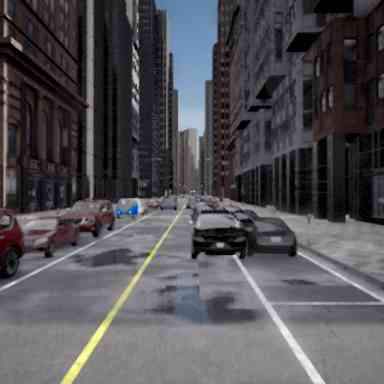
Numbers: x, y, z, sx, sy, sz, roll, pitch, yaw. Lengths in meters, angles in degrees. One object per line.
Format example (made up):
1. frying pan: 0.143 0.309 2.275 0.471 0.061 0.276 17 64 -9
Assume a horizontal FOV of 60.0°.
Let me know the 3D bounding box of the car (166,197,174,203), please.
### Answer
1. car: -5.542 1.951 85.785 1.752 1.417 4.829 0 0 0

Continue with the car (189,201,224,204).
1. car: 0.899 1.610 22.982 1.837 1.490 4.892 0 0 0

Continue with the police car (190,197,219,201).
1. police car: 0.974 1.559 29.091 1.930 1.638 5.238 0 0 0

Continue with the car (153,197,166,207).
1. car: -5.612 1.720 57.948 1.967 1.590 4.097 0 0 0

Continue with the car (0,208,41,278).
1. car: -5.740 1.350 7.534 2.192 1.841 5.009 0 0 0

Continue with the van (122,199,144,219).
1. van: -5.683 1.480 29.940 1.690 1.788 3.998 0 0 0

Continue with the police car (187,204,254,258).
1. police car: 0.892 1.485 13.088 1.930 1.638 5.238 0 0 0

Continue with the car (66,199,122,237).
1. car: -5.712 1.401 18.737 2.192 1.841 5.009 0 0 0

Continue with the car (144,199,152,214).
1. car: -5.670 1.691 35.370 1.752 1.417 4.829 0 0 0

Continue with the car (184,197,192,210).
1. car: 0.131 1.794 48.366 1.994 1.385 4.181 0 0 1

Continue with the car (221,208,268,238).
1. car: 2.813 1.650 18.727 1.947 1.339 4.313 0 0 0

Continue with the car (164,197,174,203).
1. car: -5.556 1.948 80.354 2.008 1.369 4.403 0 0 0

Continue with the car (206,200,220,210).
1. car: 2.884 1.804 46.737 1.802 1.307 4.206 0 0 0

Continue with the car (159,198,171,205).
1. car: -5.584 1.904 69.150 1.947 1.339 4.313 0 0 0

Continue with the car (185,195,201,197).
1. car: 0.170 1.816 66.638 2.128 1.511 4.902 0 0 0

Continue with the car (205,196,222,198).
1. car: 2.870 1.508 41.136 2.192 1.841 5.009 0 0 0

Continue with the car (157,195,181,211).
1. car: -2.961 1.557 43.502 2.097 1.767 4.553 0 0 1

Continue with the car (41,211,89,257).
1. car: -5.727 1.642 13.134 1.802 1.307 4.206 0 0 0

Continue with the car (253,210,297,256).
1. car: 2.798 1.624 13.126 1.947 1.339 4.313 0 0 0

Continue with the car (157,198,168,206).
1. car: -5.599 1.891 63.548 1.802 1.307 4.206 0 0 0

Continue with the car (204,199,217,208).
1. car: 2.899 1.776 52.509 1.752 1.417 4.829 0 0 0

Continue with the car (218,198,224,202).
1. car: 2.841 1.578 29.932 1.967 1.590 4.097 0 0 0

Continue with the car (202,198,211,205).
1. car: 2.941 1.919 69.145 1.802 1.307 4.206 0 0 0

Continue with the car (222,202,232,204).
1. car: 2.827 1.662 24.329 2.008 1.369 4.403 0 0 0

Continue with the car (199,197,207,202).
1. car: 2.998 2.000 91.553 1.887 1.381 4.507 0 0 0

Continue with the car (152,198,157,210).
1. car: -5.641 1.663 46.745 1.967 1.590 4.097 0 0 0

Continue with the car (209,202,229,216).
1. car: 2.855 1.747 35.533 1.802 1.307 4.206 0 0 0

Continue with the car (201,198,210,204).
1. car: 2.955 1.948 74.747 1.802 1.307 4.206 0 0 0
